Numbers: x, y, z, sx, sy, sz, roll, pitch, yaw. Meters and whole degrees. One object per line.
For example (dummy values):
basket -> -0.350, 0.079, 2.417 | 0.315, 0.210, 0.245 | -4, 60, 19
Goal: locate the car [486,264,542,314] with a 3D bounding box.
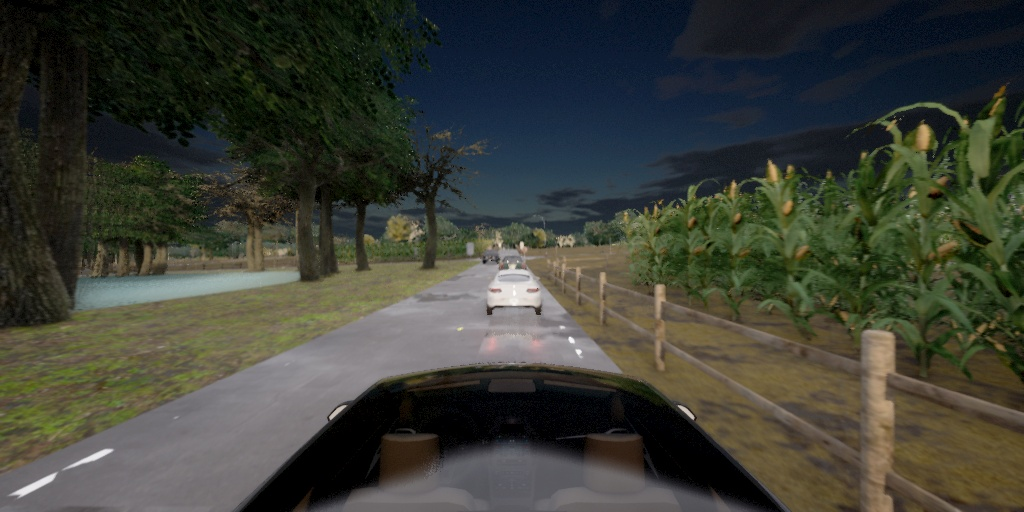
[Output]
car -> 0.064, 1.181, 13.167 | 1.812, 1.442, 4.674 | 0, 0, 0

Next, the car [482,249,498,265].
car -> -2.821, 0.104, 48.936 | 2.150, 2.045, 5.566 | 0, 1, 0

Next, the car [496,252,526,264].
car -> 0.062, 0.743, 28.326 | 2.097, 1.767, 4.553 | 0, 1, 0
